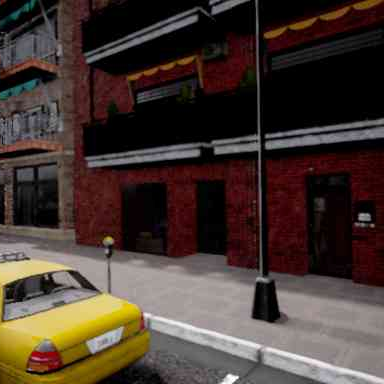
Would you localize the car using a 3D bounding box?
[{"bbox_3d":[-2.803,1.567,4.897,4.829,1.417,1.752,-1,-1,36],"label":"car"}]
